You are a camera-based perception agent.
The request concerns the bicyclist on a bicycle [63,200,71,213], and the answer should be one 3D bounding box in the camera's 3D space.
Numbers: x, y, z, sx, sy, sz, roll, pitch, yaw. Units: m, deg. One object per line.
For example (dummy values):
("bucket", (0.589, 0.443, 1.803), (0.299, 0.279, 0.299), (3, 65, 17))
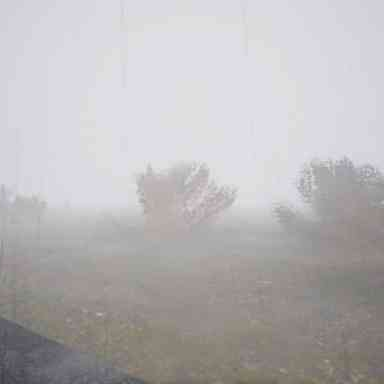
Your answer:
("bicyclist on a bicycle", (-15.141, 1.750, 40.209), (1.656, 1.620, 0.582), (0, -1, 36))
